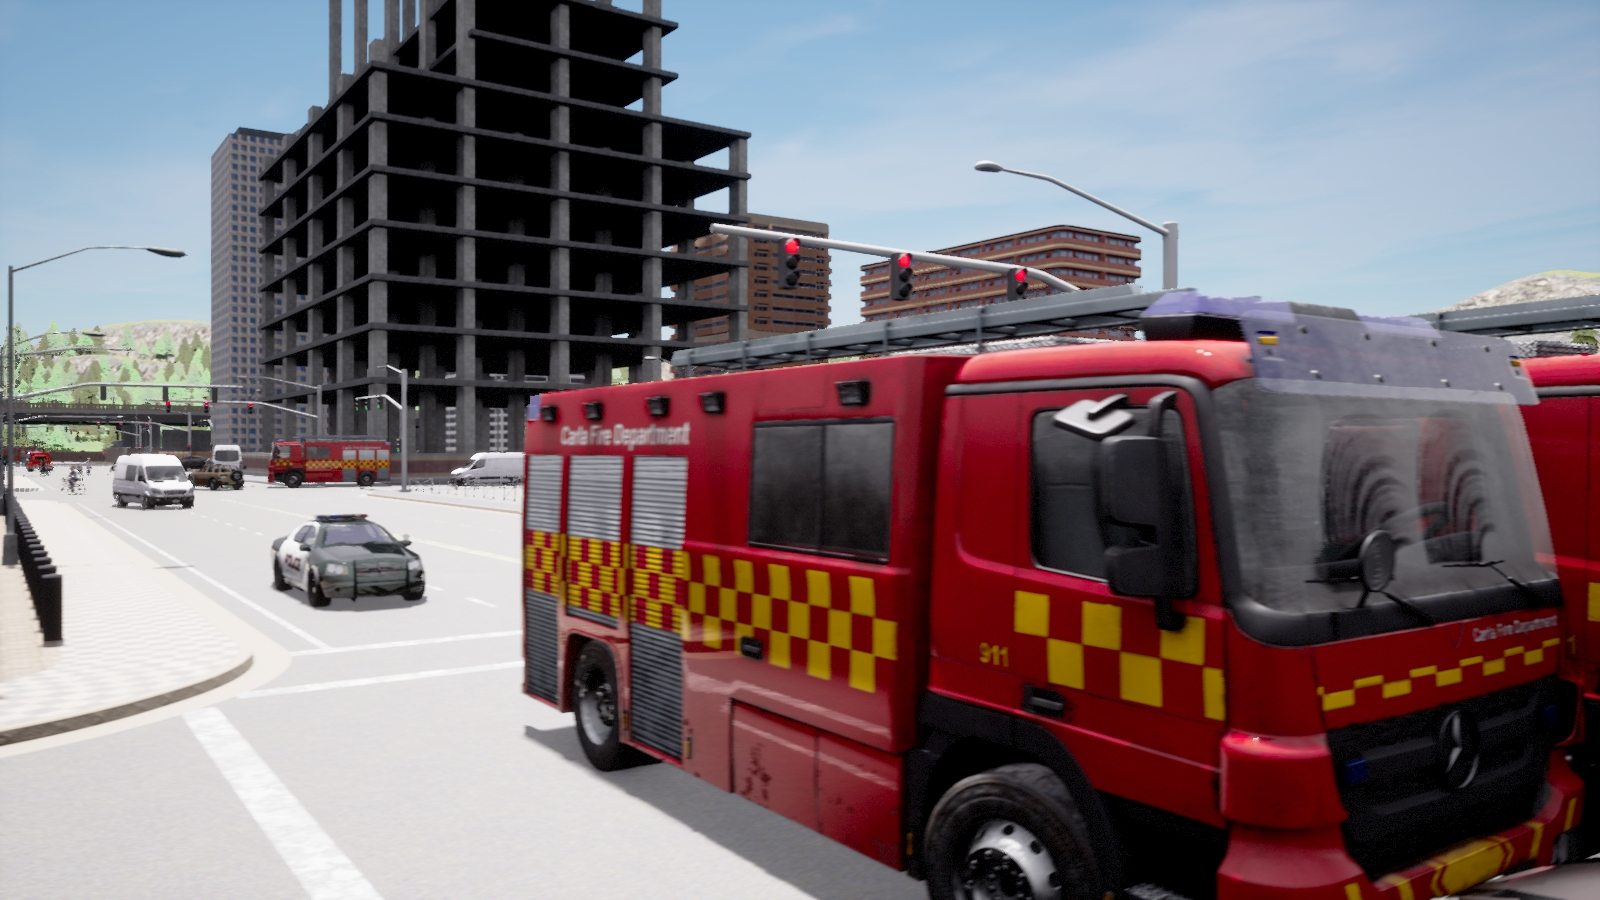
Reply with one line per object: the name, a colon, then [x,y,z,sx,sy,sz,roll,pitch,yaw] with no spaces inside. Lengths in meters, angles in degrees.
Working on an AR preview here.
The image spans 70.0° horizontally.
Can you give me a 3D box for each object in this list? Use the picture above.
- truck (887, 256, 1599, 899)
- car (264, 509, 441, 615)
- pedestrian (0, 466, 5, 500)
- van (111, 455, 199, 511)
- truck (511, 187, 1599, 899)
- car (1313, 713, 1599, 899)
truck: [4.186,0.893,9.129,2.891,3.827,8.468,0,0,-28]
car: [-8.766,2.039,22.102,2.038,1.542,4.974,0,0,-35]
pedestrian: [-43.792,1.809,62.569,0.375,1.860,0.375,0,0,-35]
van: [-31.157,1.536,55.090,5.915,2.561,1.988,0,0,43]
truck: [0.708,0.892,8.743,2.891,3.827,8.468,0,0,-35]
car: [3.932,2.066,3.637,1.970,1.475,3.806,0,0,-27]
